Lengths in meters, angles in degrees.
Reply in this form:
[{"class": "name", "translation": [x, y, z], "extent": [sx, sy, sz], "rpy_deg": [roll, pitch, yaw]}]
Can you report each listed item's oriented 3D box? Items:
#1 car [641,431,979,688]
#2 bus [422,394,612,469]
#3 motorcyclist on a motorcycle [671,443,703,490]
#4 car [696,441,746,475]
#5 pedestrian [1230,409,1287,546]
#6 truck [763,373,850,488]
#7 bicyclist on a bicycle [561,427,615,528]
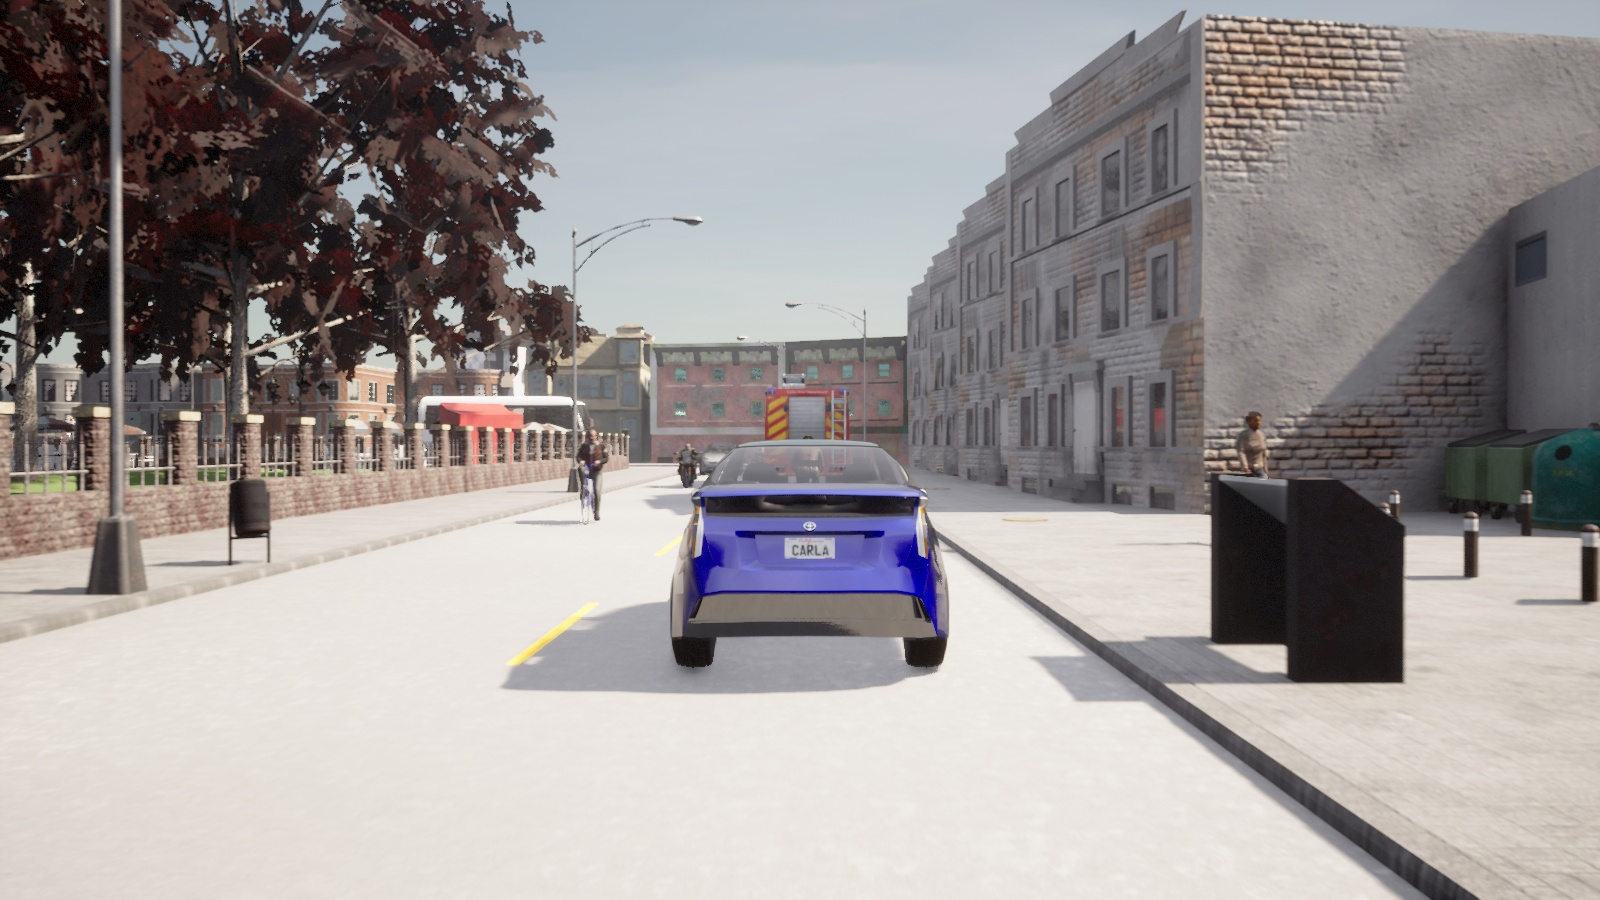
[{"class": "car", "translation": [0.071, 0.639, 9.734], "extent": [2.007, 1.525, 4.514], "rpy_deg": [0, 0, 0]}, {"class": "bus", "translation": [-16.460, -1.054, 73.637], "extent": [10.273, 4.253, 3.944], "rpy_deg": [0, 0, 0]}, {"class": "motorcyclist on a motorcycle", "translation": [-3.773, 0.544, 42.051], "extent": [0.866, 1.530, 2.191], "rpy_deg": [0, 0, 0]}, {"class": "car", "translation": [-3.678, 0.361, 59.142], "extent": [2.007, 1.525, 4.514], "rpy_deg": [0, 0, 0]}, {"class": "pedestrian", "translation": [6.204, 0.366, 17.015], "extent": [0.328, 1.805, 0.869], "rpy_deg": [0, 0, -10]}, {"class": "truck", "translation": [0.246, -0.675, 46.129], "extent": [2.891, 3.827, 8.468], "rpy_deg": [0, 0, 0]}, {"class": "bicyclist on a bicycle", "translation": [-3.856, 0.486, 22.936], "extent": [0.659, 1.776, 1.843], "rpy_deg": [0, 0, 0]}]
